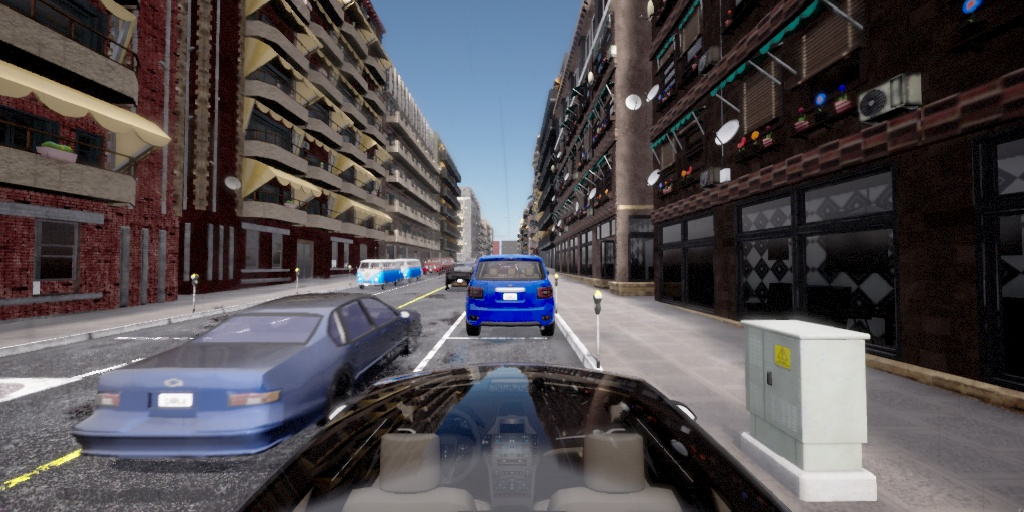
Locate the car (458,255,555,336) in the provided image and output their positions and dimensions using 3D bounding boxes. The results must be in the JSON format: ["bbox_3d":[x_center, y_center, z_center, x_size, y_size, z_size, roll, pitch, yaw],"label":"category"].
[{"bbox_3d":[-0.040,0.983,10.533,2.150,2.045,5.566,0,0,0],"label":"car"}]

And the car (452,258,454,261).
[{"bbox_3d":[-8.338,1.128,44.723,2.192,1.841,5.009,0,0,0],"label":"car"}]

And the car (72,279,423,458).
[{"bbox_3d":[-2.921,1.300,5.624,2.033,1.411,5.357,0,0,0],"label":"car"}]

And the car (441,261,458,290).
[{"bbox_3d":[-2.922,1.245,22.578,1.882,1.535,5.008,0,0,0],"label":"car"}]

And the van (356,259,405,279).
[{"bbox_3d":[-8.337,1.108,22.602,1.690,1.789,3.998,0,0,0],"label":"van"}]

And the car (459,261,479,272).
[{"bbox_3d":[-5.777,1.370,48.315,2.033,1.411,5.357,0,0,0],"label":"car"}]

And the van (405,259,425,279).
[{"bbox_3d":[-8.337,1.118,28.133,1.690,1.789,3.998,0,0,0],"label":"van"}]

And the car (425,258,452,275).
[{"bbox_3d":[-8.338,1.115,39.194,2.192,1.841,5.009,0,0,0],"label":"car"}]
